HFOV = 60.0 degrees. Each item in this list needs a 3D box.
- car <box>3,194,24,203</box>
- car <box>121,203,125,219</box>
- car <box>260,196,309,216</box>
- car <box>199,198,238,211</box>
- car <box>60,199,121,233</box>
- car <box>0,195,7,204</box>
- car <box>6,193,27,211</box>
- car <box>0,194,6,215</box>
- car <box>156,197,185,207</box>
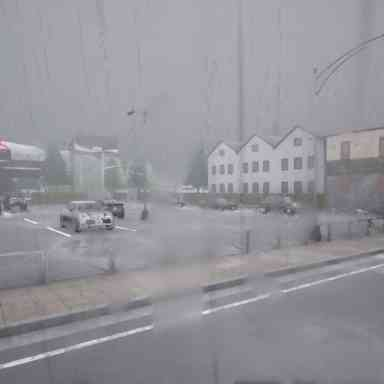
[{"bbox_3d":[-39.270,1.328,73.021,3.866,1.878,1.905,0,0,-36],"label":"car"},{"bbox_3d":[-6.749,1.313,25.535,2.007,1.523,4.514,0,0,-36],"label":"car"},{"bbox_3d":[8.460,1.176,30.600,2.097,1.767,4.553,0,0,-35],"label":"car"},{"bbox_3d":[2.925,1.371,38.366,2.033,1.411,5.357,0,0,-36],"label":"car"},{"bbox_3d":[-5.620,1.248,17.672,1.970,1.475,3.806,0,0,-36],"label":"car"},{"bbox_3d":[-39.497,1.495,65.893,4.611,1.667,2.242,0,0,-36],"label":"car"},{"bbox_3d":[-20.135,1.092,37.938,1.905,1.878,3.866,0,0,-36],"label":"car"},{"bbox_3d":[-18.223,1.113,29.628,1.932,1.855,4.605,0,0,-36],"label":"car"},{"bbox_3d":[-3.078,1.371,46.860,2.033,1.411,5.357,0,0,-35],"label":"car"}]
